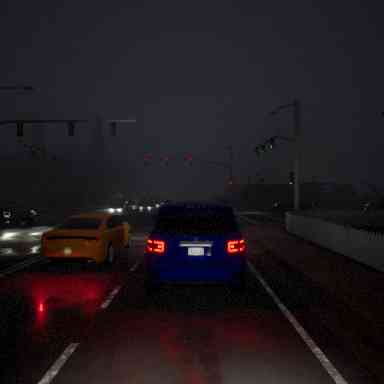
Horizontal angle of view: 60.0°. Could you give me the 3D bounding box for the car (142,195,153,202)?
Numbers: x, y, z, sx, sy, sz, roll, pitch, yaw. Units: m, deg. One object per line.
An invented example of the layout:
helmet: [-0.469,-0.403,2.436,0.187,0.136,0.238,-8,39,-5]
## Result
car: [-10.323,1.520,76.935,1.812,1.442,4.674,0,0,0]

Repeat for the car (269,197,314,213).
car: [10.730,1.350,36.045,4.553,1.767,2.097,0,0,-1]

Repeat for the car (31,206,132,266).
car: [-3.397,1.477,11.612,1.882,1.535,5.008,0,0,0]

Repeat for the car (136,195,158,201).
car: [-6.976,1.544,52.198,2.033,1.411,5.357,0,0,0]

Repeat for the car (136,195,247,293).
car: [0.083,1.221,8.990,2.150,2.045,5.566,0,0,0]

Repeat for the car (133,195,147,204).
car: [-10.366,1.474,66.680,1.882,1.535,5.008,0,0,1]

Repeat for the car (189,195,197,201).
car: [0.204,1.535,88.979,2.033,1.411,5.357,0,0,0]

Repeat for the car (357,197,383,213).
car: [20.511,1.350,36.266,4.553,1.767,2.097,0,0,-1]

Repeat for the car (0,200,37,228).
car: [-12.099,1.350,22.084,4.553,1.767,2.097,0,1,42]

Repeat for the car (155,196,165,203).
car: [-6.835,1.520,71.677,1.812,1.442,4.674,0,0,0]

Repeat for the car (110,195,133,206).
car: [-10.486,1.489,48.200,2.128,1.511,4.902,0,0,0]

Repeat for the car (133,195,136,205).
car: [-10.447,1.349,57.411,2.097,1.767,4.553,0,0,0]
